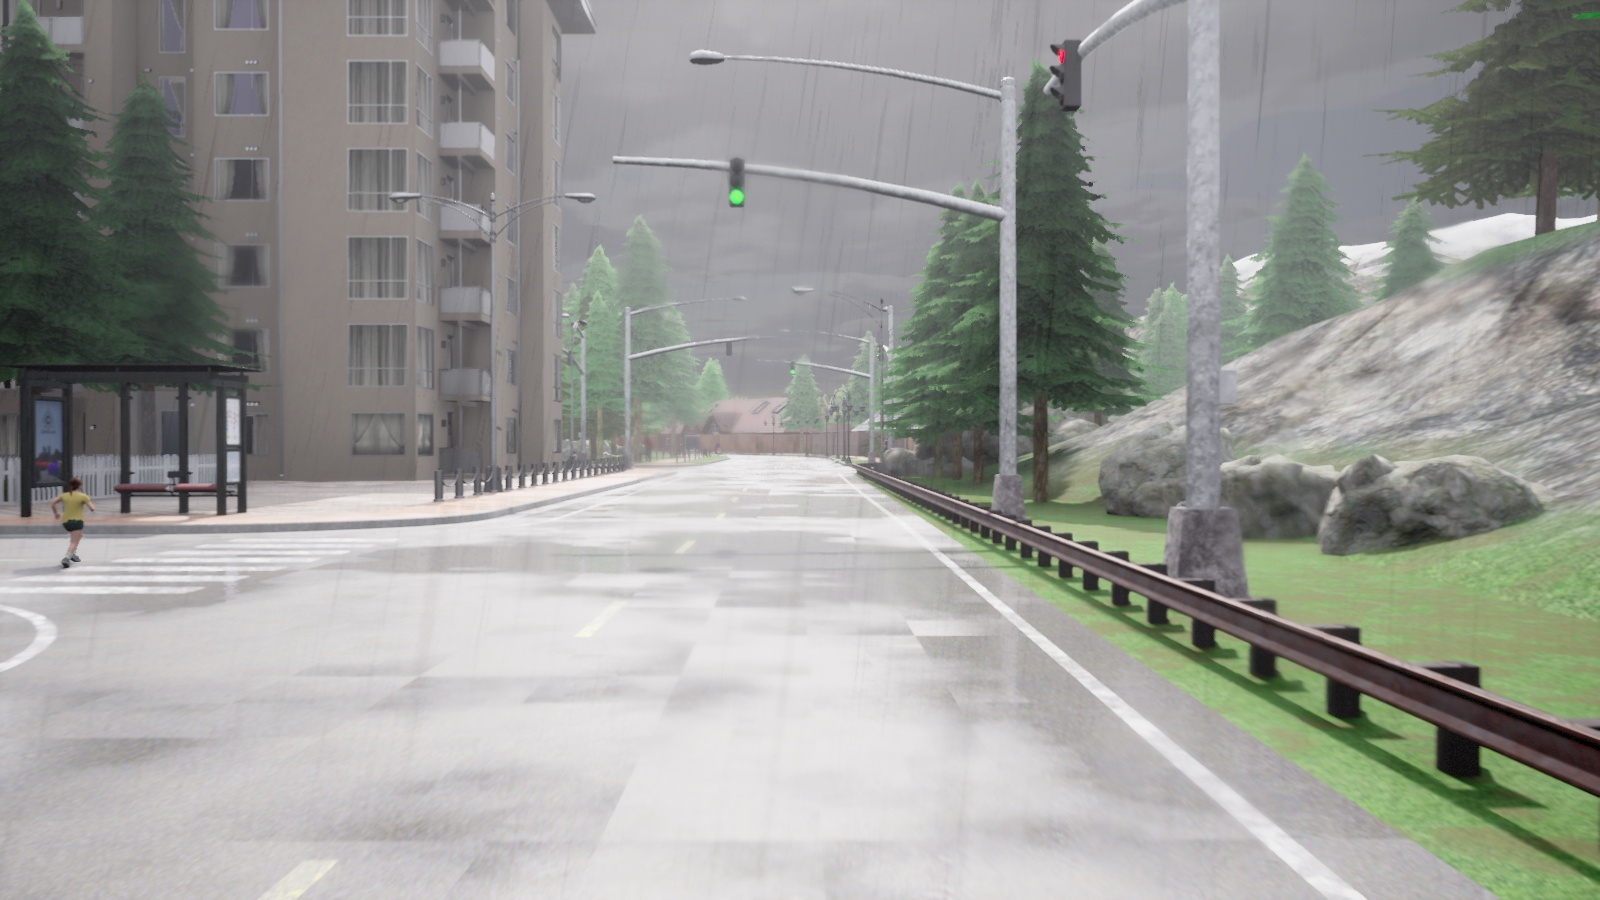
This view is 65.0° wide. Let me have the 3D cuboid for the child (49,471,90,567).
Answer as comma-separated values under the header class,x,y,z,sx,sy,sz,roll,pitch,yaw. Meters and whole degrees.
class,x,y,z,sx,sy,sz,roll,pitch,yaw
child,-8.702,0.815,14.966,0.255,1.110,0.394,0,0,3
